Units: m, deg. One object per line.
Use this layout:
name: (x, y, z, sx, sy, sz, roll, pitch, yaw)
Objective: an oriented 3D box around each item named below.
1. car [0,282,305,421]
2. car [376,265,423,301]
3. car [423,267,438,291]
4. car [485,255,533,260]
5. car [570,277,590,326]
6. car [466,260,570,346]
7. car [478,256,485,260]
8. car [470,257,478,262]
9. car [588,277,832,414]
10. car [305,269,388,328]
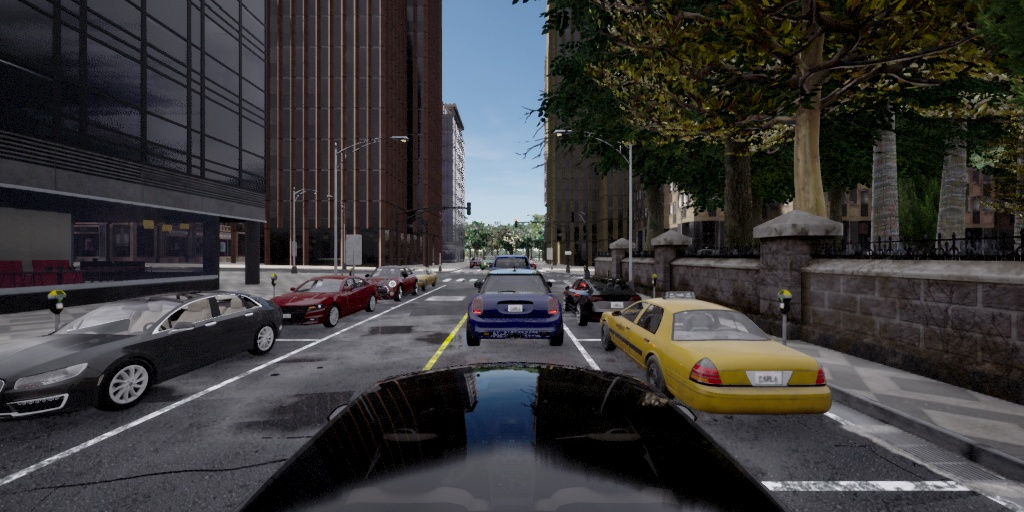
car: (-5.770, 1.300, 5.976, 2.007, 1.370, 4.403, 0, 0, 0)
car: (-5.789, 1.190, 16.890, 1.967, 1.591, 4.097, 0, 0, 0)
car: (-5.799, 1.277, 22.176, 1.751, 1.417, 4.829, 0, 0, 0)
car: (-0.025, 0.972, 18.987, 2.150, 2.045, 5.566, 0, 0, 0)
car: (2.745, 1.316, 11.450, 1.948, 1.339, 4.313, 0, 0, 0)
car: (0.039, 1.102, 9.553, 2.097, 1.767, 4.553, 0, 0, -1)
car: (-3.189, 0.982, 51.229, 2.150, 2.045, 5.566, 0, 0, -1)
car: (-5.864, 1.079, 59.754, 2.192, 1.841, 5.009, 0, 0, 0)
car: (2.755, 1.275, 6.163, 1.751, 1.417, 4.829, 0, 0, 0)
car: (-5.780, 1.295, 11.433, 1.888, 1.381, 4.507, 0, 0, 0)
